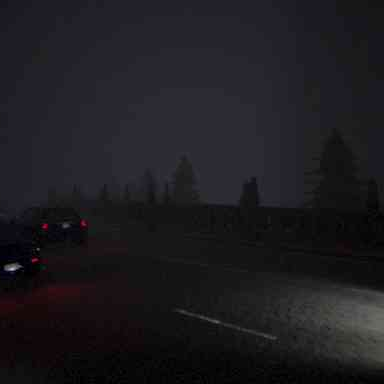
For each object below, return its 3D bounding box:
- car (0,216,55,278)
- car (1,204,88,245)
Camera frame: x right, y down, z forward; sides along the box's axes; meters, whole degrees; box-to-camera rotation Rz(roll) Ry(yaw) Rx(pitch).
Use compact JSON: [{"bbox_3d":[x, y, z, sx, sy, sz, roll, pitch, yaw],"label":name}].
[{"bbox_3d":[-5.776,1.537,9.097,4.674,1.442,1.812,0,0,42],"label":"car"},{"bbox_3d":[-6.493,1.371,14.687,2.097,1.767,4.553,0,0,-45],"label":"car"}]
